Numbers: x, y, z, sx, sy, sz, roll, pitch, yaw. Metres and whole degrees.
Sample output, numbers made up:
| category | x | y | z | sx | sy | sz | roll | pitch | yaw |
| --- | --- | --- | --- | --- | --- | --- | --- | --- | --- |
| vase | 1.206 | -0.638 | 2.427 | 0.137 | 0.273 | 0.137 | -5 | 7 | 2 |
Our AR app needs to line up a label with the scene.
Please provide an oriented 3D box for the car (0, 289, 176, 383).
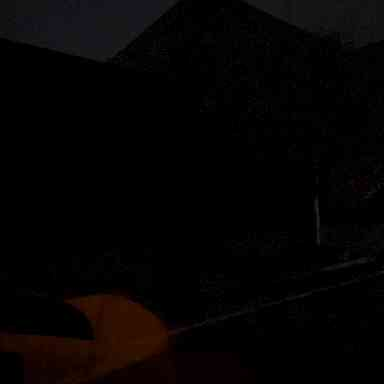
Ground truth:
| category | x | y | z | sx | sy | sz | roll | pitch | yaw |
| --- | --- | --- | --- | --- | --- | --- | --- | --- | --- |
| car | -2.463 | 1.475 | 1.916 | 5.008 | 1.535 | 1.882 | 0 | 0 | -36 |
